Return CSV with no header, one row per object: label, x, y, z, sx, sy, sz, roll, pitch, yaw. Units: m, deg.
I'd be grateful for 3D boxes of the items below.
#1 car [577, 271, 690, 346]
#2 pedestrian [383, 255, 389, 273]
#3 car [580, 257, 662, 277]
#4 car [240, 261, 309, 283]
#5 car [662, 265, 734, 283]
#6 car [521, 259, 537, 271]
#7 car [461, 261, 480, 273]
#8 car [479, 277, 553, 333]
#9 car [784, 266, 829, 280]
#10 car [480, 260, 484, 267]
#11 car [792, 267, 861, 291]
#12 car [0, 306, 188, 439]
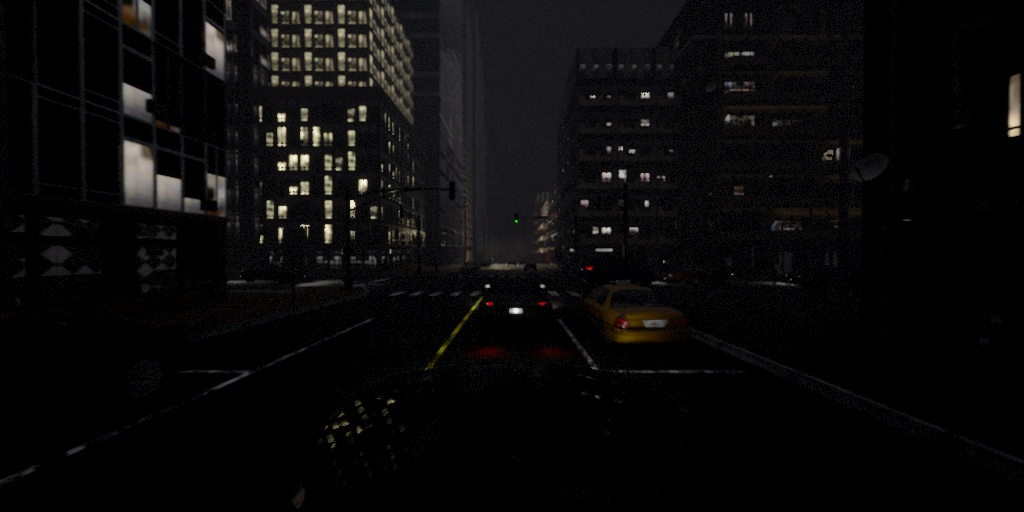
car,2.819,1.295,9.346,1.751,1.417,4.829,0,0,0
pedestrian,-12.547,0.770,35.652,0.375,1.860,0.375,0,0,1
car,7.831,1.128,26.796,5.566,2.045,2.150,1,-1,-9
car,-17.857,1.229,26.990,4.674,1.442,1.812,1,1,2
car,15.355,1.489,29.730,5.357,1.411,2.033,0,1,1
car,2.691,1.439,52.785,2.007,1.370,4.403,0,0,0
car,-5.690,1.397,46.961,1.751,1.417,4.829,0,0,0
car,0.098,1.337,10.896,1.994,1.385,4.181,0,0,0
car,25.703,1.575,29.586,5.357,1.411,2.033,0,1,1
car,-5.690,1.454,52.785,1.948,1.339,4.313,0,0,0
car,21.716,1.640,23.857,4.313,1.339,1.948,0,0,1
car,-5.821,1.300,3.589,1.888,1.381,4.507,0,0,0
